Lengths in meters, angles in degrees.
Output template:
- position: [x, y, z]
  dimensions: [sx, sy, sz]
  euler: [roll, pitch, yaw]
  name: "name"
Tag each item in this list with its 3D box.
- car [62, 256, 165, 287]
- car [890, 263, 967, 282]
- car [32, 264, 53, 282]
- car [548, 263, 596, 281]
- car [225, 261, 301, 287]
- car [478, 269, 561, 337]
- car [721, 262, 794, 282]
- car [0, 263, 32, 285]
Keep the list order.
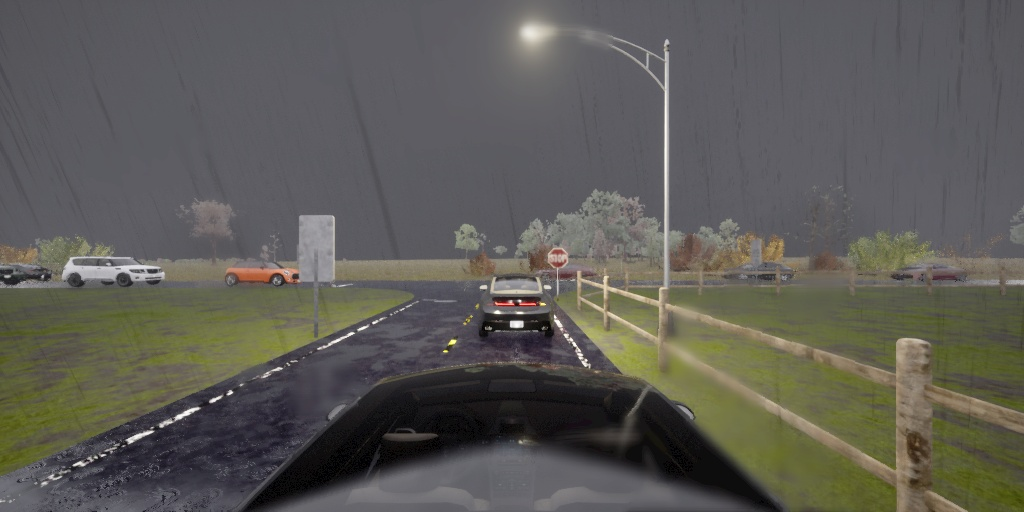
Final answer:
- position: [-27.616, 1.045, 24.928]
  dimensions: [5.566, 2.045, 2.150]
  euler: [0, 0, 1]
  name: "car"
- position: [31.676, 1.241, 27.374]
  dimensions: [4.181, 1.385, 1.994]
  euler: [0, 0, 1]
  name: "car"
- position: [-39.015, 1.360, 27.973]
  dimensions: [4.892, 1.490, 1.837]
  euler: [0, 0, 0]
  name: "car"
- position: [4.073, 1.260, 27.613]
  dimensions: [4.674, 1.442, 1.812]
  euler: [0, 0, 1]
  name: "car"
- position: [-16.989, 1.145, 24.839]
  dimensions: [4.553, 1.767, 2.097]
  euler: [0, 0, 1]
  name: "car"
- position: [0.105, 1.254, 10.304]
  dimensions: [1.837, 1.490, 4.892]
  euler: [0, 0, 0]
  name: "car"
- position: [18.742, 1.206, 27.491]
  dimensions: [4.892, 1.490, 1.837]
  euler: [0, 0, 0]
  name: "car"
- position: [-37.912, 1.073, 25.038]
  dimensions: [5.566, 2.045, 2.150]
  euler: [0, 0, 1]
  name: "car"
